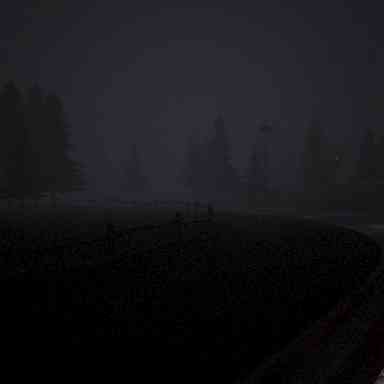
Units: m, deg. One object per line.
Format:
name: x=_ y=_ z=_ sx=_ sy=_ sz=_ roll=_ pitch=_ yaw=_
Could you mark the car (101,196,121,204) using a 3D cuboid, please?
car: x=-16.340 y=1.569 z=66.850 sx=4.892 sy=1.490 sz=1.837 roll=0 pitch=0 yaw=39
